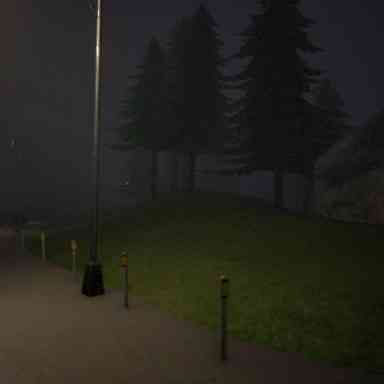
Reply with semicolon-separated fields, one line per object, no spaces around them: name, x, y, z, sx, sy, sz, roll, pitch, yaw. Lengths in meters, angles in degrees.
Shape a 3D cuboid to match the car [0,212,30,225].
car;-20.487;3.024;38.544;2.128;1.511;4.902;2;-3;-4
